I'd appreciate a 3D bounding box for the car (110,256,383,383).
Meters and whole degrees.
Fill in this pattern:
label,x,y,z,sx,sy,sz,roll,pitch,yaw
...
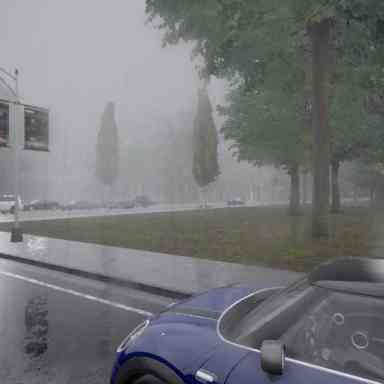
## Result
label,x,y,z,sx,sy,sz,roll,pitch,yaw
car,1.436,1.352,2.665,4.553,1.767,2.097,0,0,36

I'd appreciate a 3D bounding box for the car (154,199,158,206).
label,x,y,z,sx,sy,sz,roll,pitch,yaw
car,-8.090,1.835,59.626,2.128,1.511,4.902,0,0,36

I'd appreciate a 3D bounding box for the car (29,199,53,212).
label,x,y,z,sx,sy,sz,roll,pitch,yaw
car,-19.724,1.694,43.067,1.882,1.535,5.008,0,0,35

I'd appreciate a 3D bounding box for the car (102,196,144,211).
label,x,y,z,sx,sy,sz,roll,pitch,yaw
car,-9.485,1.743,46.033,2.128,1.511,4.902,0,0,35

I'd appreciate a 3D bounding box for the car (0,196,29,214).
label,x,y,z,sx,sy,sz,roll,pitch,yaw
car,-21.033,1.398,35.541,2.150,2.045,5.566,0,0,34

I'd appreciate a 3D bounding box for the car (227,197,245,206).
label,x,y,z,sx,sy,sz,roll,pitch,yaw
car,8.852,1.817,66.558,2.097,1.767,4.553,0,-1,35

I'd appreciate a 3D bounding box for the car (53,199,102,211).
label,x,y,z,sx,sy,sz,roll,pitch,yaw
car,-15.067,1.777,44.055,2.033,1.411,5.357,0,0,35

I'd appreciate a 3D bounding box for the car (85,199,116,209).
label,x,y,z,sx,sy,sz,roll,pitch,yaw
car,-14.040,1.836,51.185,1.994,1.385,4.181,0,0,35

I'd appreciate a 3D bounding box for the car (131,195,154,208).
label,x,y,z,sx,sy,sz,roll,pitch,yaw
car,-9.075,1.514,52.606,2.150,2.045,5.566,0,0,36
